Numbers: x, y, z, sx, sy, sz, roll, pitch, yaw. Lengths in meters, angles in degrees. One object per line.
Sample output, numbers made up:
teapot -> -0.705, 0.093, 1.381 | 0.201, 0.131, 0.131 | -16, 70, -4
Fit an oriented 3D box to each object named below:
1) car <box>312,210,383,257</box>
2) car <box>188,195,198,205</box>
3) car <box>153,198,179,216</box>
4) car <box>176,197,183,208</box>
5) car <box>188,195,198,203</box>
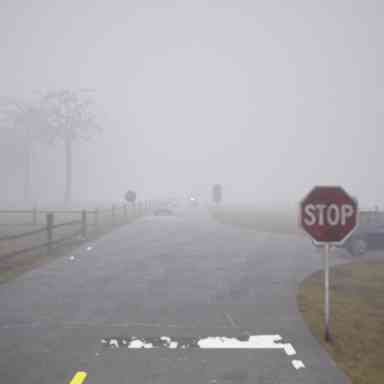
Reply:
car -> 7.284, 1.513, 13.475 | 4.553, 1.767, 2.097 | 2, -1, -17
car -> 0.162, 1.701, 60.566 | 2.033, 1.411, 5.357 | 0, 0, 0
car -> -2.760, 1.595, 33.438 | 2.033, 1.411, 5.357 | 0, 0, 0
car -> -2.709, 1.604, 48.857 | 1.837, 1.490, 4.892 | 0, 0, 0
car -> 0.190, 1.427, 71.174 | 2.097, 1.767, 4.553 | 0, 0, 0
